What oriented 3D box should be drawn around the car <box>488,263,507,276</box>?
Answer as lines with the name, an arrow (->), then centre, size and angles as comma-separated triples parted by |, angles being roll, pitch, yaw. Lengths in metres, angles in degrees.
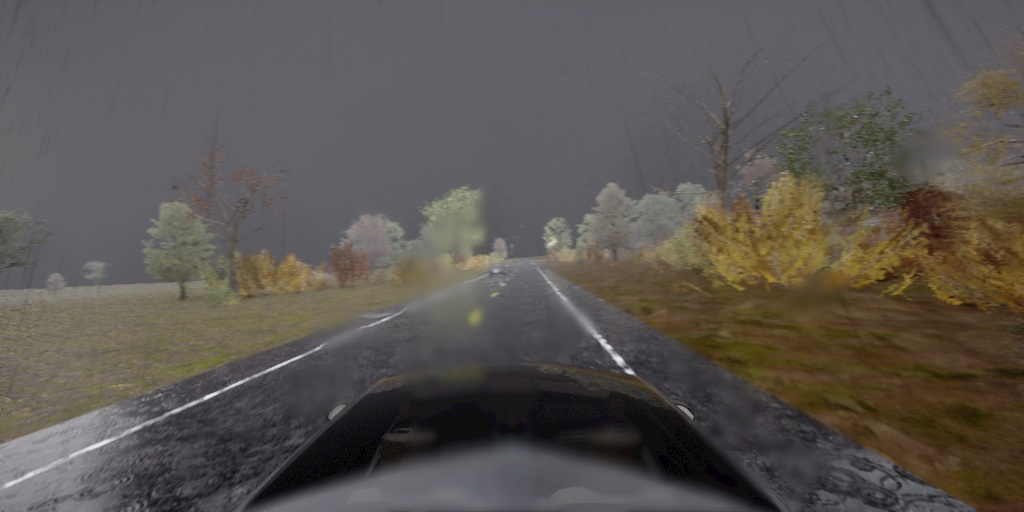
car -> -1.699, 1.600, 43.153 | 2.128, 1.511, 4.902 | -4, 0, 3
